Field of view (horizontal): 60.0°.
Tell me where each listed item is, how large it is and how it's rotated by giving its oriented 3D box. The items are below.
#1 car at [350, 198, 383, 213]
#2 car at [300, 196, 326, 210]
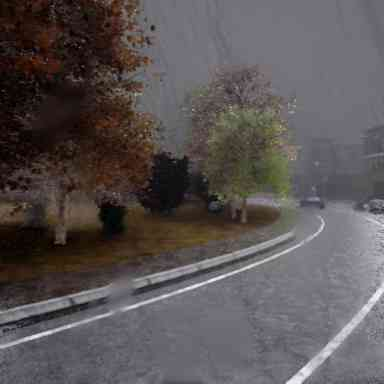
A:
[{"bbox_3d":[17.907,1.300,33.377,2.033,1.411,5.357,-1,0,2],"label":"car"},{"bbox_3d":[14.212,1.259,39.351,1.882,1.535,5.008,-1,0,4],"label":"car"}]
